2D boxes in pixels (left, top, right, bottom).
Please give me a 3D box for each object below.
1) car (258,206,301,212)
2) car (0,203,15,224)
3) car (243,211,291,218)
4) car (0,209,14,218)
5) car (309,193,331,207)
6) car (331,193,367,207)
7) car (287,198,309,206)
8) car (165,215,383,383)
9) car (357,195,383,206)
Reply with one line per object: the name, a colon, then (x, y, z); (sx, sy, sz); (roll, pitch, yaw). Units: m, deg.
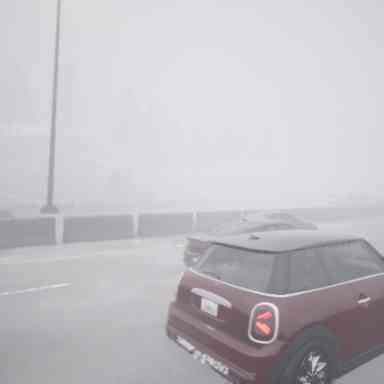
car: (3.749, 1.574, 15.036); (4.674, 1.442, 1.812); (0, 0, -36)
car: (-15.429, 1.552, 23.081); (5.357, 1.411, 2.033); (0, 0, -35)
car: (2.102, 1.514, 9.546); (5.008, 1.535, 1.882); (0, 0, -36)
car: (-11.793, 1.493, 17.077); (4.902, 1.511, 2.128); (0, 0, -36)
car: (19.979, 1.156, 48.307); (5.566, 2.045, 2.150); (0, 0, -35)
car: (21.975, 1.156, 45.439); (5.566, 2.045, 2.150); (0, 0, -35)
car: (16.482, 1.547, 50.119); (4.718, 1.301, 1.895); (-1, 0, -35)
car: (1.928, 1.376, 5.122); (4.553, 1.767, 2.097); (0, 0, -36)
car: (23.269, 1.465, 42.068); (4.674, 1.442, 1.812); (0, 0, -35)
